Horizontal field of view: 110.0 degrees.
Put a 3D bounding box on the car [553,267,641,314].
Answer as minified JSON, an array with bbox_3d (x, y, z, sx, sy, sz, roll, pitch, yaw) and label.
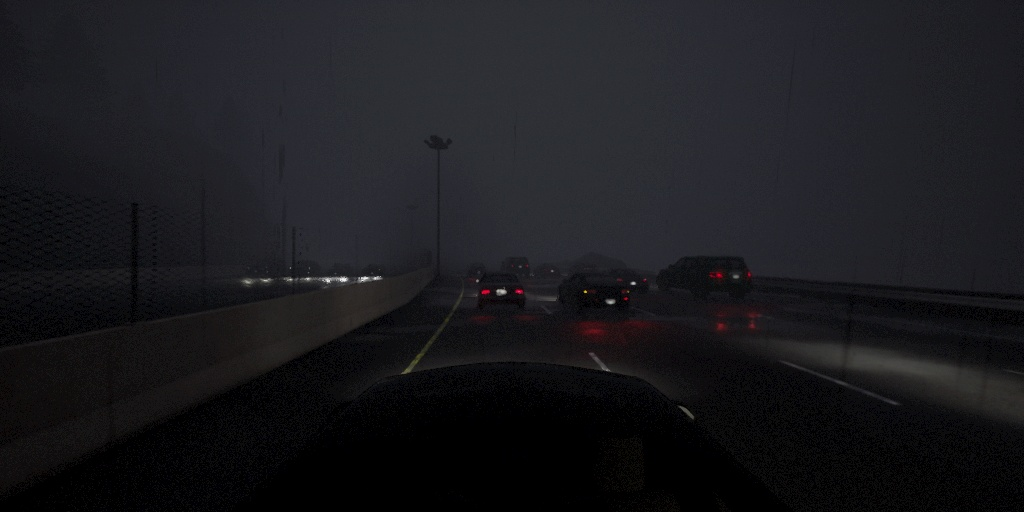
[{"bbox_3d":[3.034,1.319,13.929,1.812,1.442,4.674,0,0,-4],"label":"car"}]

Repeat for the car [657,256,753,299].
[{"bbox_3d":[9.694,1.025,18.571,2.150,2.045,5.566,0,0,-5],"label":"car"}]

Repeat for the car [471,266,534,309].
[{"bbox_3d":[-0.540,1.349,15.318,2.033,1.411,5.357,0,0,-5],"label":"car"}]

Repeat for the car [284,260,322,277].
[{"bbox_3d":[-21.974,1.258,38.204,2.097,1.767,4.553,0,0,-13],"label":"car"}]

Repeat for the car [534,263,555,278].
[{"bbox_3d":[3.539,1.442,36.786,1.994,1.385,4.181,0,0,-11],"label":"car"}]

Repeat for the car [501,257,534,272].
[{"bbox_3d":[0.255,1.098,35.483,2.150,2.045,5.566,0,0,-11],"label":"car"}]

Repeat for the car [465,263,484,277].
[{"bbox_3d":[-3.696,1.412,37.300,1.812,1.442,4.674,0,0,-11],"label":"car"}]

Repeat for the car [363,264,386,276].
[{"bbox_3d":[-15.075,1.506,39.532,1.895,1.301,4.718,0,0,-13],"label":"car"}]

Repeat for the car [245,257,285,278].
[{"bbox_3d":[-25.312,1.126,37.219,2.150,2.045,5.566,0,0,-13],"label":"car"}]

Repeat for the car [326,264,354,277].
[{"bbox_3d":[-18.463,1.506,38.661,1.895,1.301,4.718,0,0,-13],"label":"car"}]

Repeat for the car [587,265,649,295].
[{"bbox_3d":[5.980,1.378,20.260,1.994,1.385,4.181,0,0,-6],"label":"car"}]

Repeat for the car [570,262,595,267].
[{"bbox_3d":[7.185,1.378,36.364,1.837,1.490,4.892,0,0,-10],"label":"car"}]
